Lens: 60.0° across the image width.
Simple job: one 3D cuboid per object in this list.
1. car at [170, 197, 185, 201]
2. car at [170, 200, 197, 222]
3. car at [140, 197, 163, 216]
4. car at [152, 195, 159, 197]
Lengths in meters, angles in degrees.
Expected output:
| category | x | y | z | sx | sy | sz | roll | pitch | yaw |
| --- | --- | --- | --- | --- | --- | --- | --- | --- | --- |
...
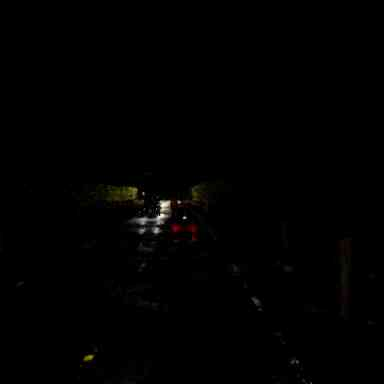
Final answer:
| category | x | y | z | sx | sy | sz | roll | pitch | yaw |
| --- | --- | --- | --- | --- | --- | --- | --- | --- | --- |
| car | -1.709 | 1.362 | 42.162 | 2.097 | 1.767 | 4.553 | 0 | 0 | -5 |
| car | -0.650 | 1.594 | 26.572 | 1.895 | 1.301 | 4.718 | 0 | 0 | -3 |
| car | -3.962 | 1.500 | 32.691 | 1.837 | 1.490 | 4.892 | 0 | 0 | -4 |
| car | -8.050 | 1.390 | 73.759 | 1.837 | 1.490 | 4.892 | 0 | 0 | -8 |
